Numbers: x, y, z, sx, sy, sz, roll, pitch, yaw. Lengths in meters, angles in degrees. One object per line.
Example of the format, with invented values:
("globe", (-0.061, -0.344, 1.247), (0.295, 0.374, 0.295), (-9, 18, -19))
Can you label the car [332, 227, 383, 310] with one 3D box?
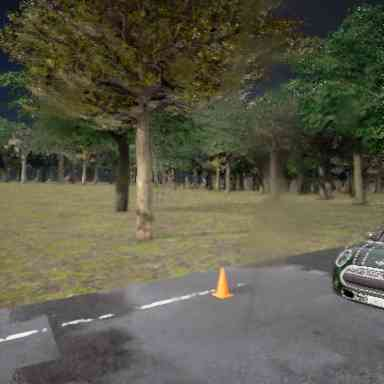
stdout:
("car", (5.036, 1.312, 7.145), (4.553, 1.767, 2.097), (0, 0, -36))

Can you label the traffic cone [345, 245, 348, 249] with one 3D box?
("traffic cone", (4.712, 1.909, 10.110), (0.340, 0.580, 0.340), (0, 0, -36))

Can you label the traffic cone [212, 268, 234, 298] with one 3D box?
("traffic cone", (0.670, 1.934, 7.187), (0.340, 0.580, 0.340), (0, 0, -36))
